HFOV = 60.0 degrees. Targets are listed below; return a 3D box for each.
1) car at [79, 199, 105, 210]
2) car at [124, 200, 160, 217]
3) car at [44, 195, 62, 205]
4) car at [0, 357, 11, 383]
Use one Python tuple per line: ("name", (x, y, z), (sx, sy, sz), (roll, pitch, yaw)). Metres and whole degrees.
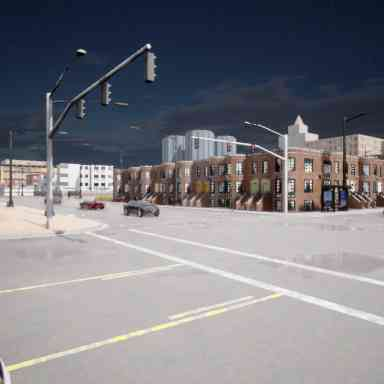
("car", (-12.689, 1.601, 42.260), (1.895, 1.301, 4.718), (0, 0, -36))
("car", (-4.815, 1.505, 31.360), (1.837, 1.490, 4.892), (0, 0, -36))
("car", (-24.618, 1.351, 58.922), (2.097, 1.767, 4.553), (0, 0, -36))
("car", (-3.740, 1.221, 1.100), (5.566, 2.045, 2.150), (0, 0, -35))
